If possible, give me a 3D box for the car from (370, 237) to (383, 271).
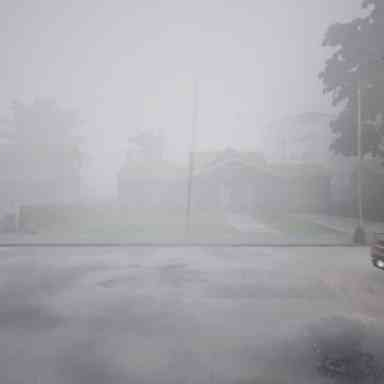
[{"bbox_3d":[7.234,1.586,8.510,4.892,1.490,1.837,0,-1,0],"label":"car"}]
